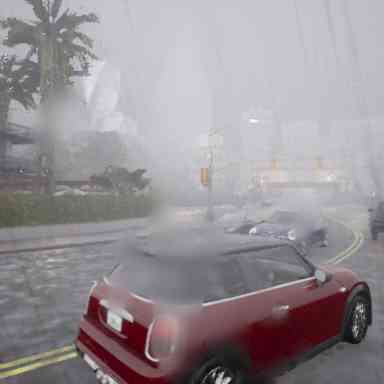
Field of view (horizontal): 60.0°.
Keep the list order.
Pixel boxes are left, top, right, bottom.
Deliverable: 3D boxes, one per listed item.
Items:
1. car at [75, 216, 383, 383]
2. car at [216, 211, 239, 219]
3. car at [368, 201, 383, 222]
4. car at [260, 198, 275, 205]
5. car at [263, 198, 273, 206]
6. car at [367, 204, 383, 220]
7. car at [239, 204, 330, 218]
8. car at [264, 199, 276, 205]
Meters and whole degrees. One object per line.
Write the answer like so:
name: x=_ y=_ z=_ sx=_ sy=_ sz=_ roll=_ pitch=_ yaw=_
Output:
car: x=0.795 y=1.417 z=4.915 sx=4.553 sy=1.767 sz=2.097 roll=1 pitch=-1 yaw=-40
car: x=2.387 y=1.748 z=17.308 sx=1.812 sy=1.442 sz=4.674 roll=0 pitch=-1 yaw=34
car: x=11.352 y=1.519 z=18.836 sx=2.150 sy=2.045 sz=5.566 roll=0 pitch=-1 yaw=27
car: x=16.231 y=2.439 z=71.554 sx=2.097 sy=1.535 sz=5.008 roll=0 pitch=-1 yaw=15
car: x=17.782 y=2.398 z=77.792 sx=2.185 sy=1.767 sz=4.553 roll=0 pitch=-1 yaw=15
car: x=20.256 y=2.042 z=35.069 sx=2.128 sy=1.511 sz=4.902 roll=0 pitch=-1 yaw=16
car: x=4.084 y=1.542 z=13.797 sx=2.097 sy=1.767 sz=4.553 roll=0 pitch=-1 yaw=36
car: x=20.641 y=2.667 z=88.178 sx=2.231 sy=1.521 sz=4.892 roll=0 pitch=-1 yaw=25
